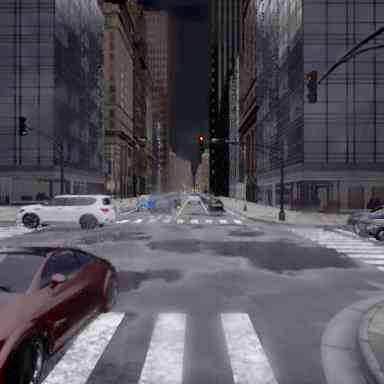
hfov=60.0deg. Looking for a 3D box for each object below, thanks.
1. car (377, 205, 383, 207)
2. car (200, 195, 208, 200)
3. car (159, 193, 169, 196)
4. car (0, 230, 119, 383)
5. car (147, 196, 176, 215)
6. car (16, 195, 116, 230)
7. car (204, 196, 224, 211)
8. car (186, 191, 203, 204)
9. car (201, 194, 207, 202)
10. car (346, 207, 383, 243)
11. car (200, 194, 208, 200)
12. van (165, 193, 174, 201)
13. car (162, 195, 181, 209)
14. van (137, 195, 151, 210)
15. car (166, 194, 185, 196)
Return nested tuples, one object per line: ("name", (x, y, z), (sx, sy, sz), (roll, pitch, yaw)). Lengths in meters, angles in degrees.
("car", (11.766, 1.536, 19.898), (4.553, 1.767, 2.097), (1, 0, 1))
("car", (3.136, 1.409, 85.808), (1.802, 1.307, 4.206), (0, 0, 0))
("car", (-5.558, 1.354, 57.612), (1.967, 1.590, 4.097), (0, 0, 0))
("car", (-2.608, 1.559, 4.989), (1.994, 1.385, 4.181), (0, 0, 7))
("car", (-2.941, 1.440, 33.167), (1.882, 1.535, 5.008), (0, 0, 0))
("car", (-7.428, 1.177, 19.971), (5.566, 2.045, 2.150), (1, 0, 0))
("car", (2.865, 1.515, 40.616), (1.947, 1.339, 4.313), (0, 0, 0))
("car", (0.418, 1.125, 61.604), (2.150, 2.045, 5.566), (0, 0, 0))
("car", (2.966, 1.495, 57.563), (1.802, 1.307, 4.206), (0, 0, 0))
("car", (10.514, 1.682, 16.532), (4.674, 1.442, 1.812), (1, 0, -2))
("car", (3.170, 1.359, 91.456), (2.008, 1.369, 4.403), (0, 0, 0))
("van", (-5.421, 1.187, 80.206), (1.690, 1.788, 3.998), (0, 0, 0))
("car", (-2.867, 1.509, 43.126), (1.994, 1.385, 4.181), (0, 0, 1))
("van", (-5.659, 1.291, 40.665), (1.690, 1.788, 3.998), (0, 0, 0))
("car", (-2.736, 1.471, 53.480), (2.033, 1.411, 5.357), (0, 0, 1))
